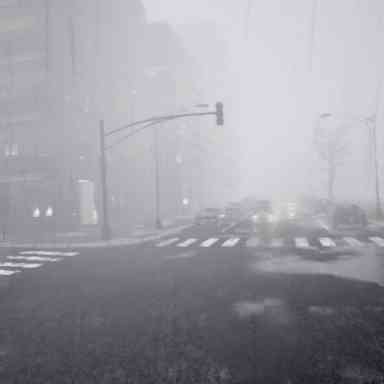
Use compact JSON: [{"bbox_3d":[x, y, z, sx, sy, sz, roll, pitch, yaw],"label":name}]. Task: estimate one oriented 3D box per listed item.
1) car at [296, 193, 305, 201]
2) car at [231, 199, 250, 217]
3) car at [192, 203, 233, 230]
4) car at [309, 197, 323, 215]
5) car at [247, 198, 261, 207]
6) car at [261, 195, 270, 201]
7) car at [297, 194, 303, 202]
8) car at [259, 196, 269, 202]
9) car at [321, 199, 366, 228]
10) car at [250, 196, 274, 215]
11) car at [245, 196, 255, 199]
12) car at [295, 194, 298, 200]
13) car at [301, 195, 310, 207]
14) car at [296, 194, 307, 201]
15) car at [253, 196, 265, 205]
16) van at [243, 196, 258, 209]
[{"bbox_3d":[25.742,1.170,78.940,1.967,1.590,4.097,-3,-1,16],"label":"car"},{"bbox_3d":[4.239,1.703,33.258,2.008,1.369,4.403,-3,-1,16],"label":"car"},{"bbox_3d":[1.251,1.721,22.603,2.008,1.369,4.403,-3,-1,16],"label":"car"},{"bbox_3d":[12.344,1.309,31.160,1.752,1.417,4.829,-3,-1,16],"label":"car"},{"bbox_3d":[10.217,1.704,54.565,1.802,1.307,4.206,-3,-1,16],"label":"car"},{"bbox_3d":[19.180,1.646,86.528,2.008,1.369,4.403,-3,-1,16],"label":"car"},{"bbox_3d":[19.815,1.272,57.795,1.752,1.417,4.829,-3,-1,16],"label":"car"},{"bbox_3d":[17.686,1.649,81.200,2.008,1.369,4.403,-3,-1,16],"label":"car"},{"bbox_3d":[9.311,1.347,20.341,1.887,1.381,4.507,-3,-1,16],"label":"car"},{"bbox_3d":[7.538,1.555,35.079,1.837,1.490,4.892,-3,0,16],"label":"car"},{"bbox_3d":[7.222,1.577,43.913,1.967,1.590,4.097,-3,-1,16],"label":"car"},{"bbox_3d":[22.758,1.281,68.286,1.887,1.381,4.507,-3,-1,16],"label":"car"},{"bbox_3d":[16.783,1.343,46.976,1.802,1.307,4.206,-3,-1,16],"label":"car"},{"bbox_3d":[24.253,1.283,73.612,2.008,1.369,4.403,-3,-1,16],"label":"car"},{"bbox_3d":[13.199,1.550,65.221,1.967,1.590,4.097,-3,-1,16],"label":"car"},{"bbox_3d":[8.712,1.471,49.241,1.690,1.788,3.998,-3,-1,16],"label":"van"}]
